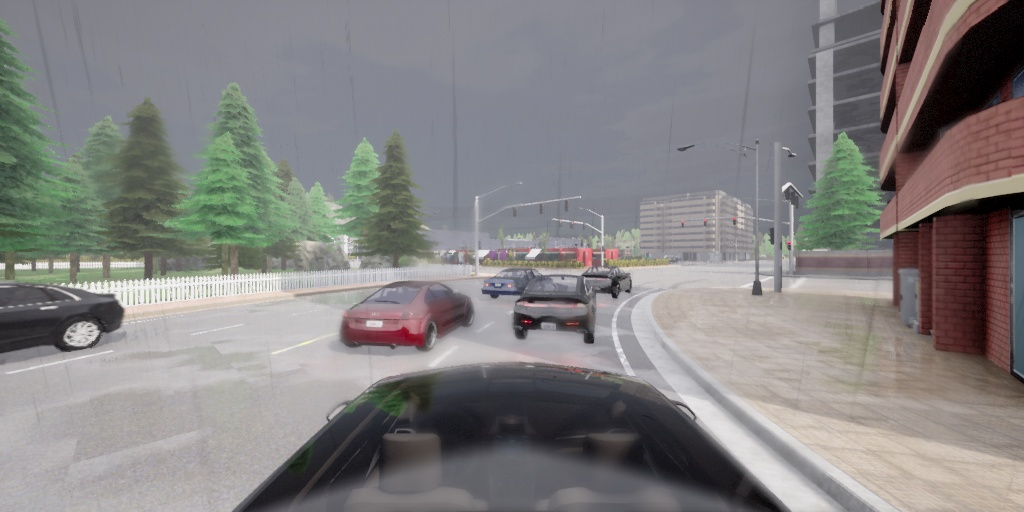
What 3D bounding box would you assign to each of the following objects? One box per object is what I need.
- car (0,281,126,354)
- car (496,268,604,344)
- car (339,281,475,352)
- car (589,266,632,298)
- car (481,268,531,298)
[{"bbox_3d":[-10.108,1.254,6.270,1.837,1.490,4.892,-1,0,7],"label":"car"},{"bbox_3d":[1.343,1.241,9.758,2.128,1.511,4.902,0,0,14],"label":"car"},{"bbox_3d":[-2.367,1.314,9.086,1.994,1.385,4.181,0,0,10],"label":"car"},{"bbox_3d":[4.834,1.236,18.319,2.128,1.511,4.902,1,1,29],"label":"car"},{"bbox_3d":[0.461,1.297,17.805,2.033,1.411,5.357,0,0,25],"label":"car"}]
